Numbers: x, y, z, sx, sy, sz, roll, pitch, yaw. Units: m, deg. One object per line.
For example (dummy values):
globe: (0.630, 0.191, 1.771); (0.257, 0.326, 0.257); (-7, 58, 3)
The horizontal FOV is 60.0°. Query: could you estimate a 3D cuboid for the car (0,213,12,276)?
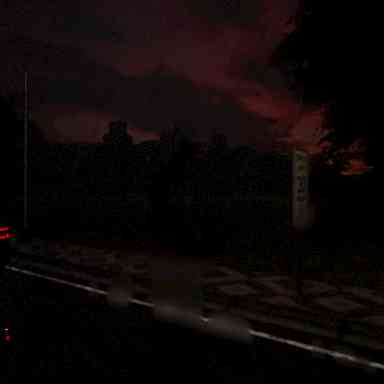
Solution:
car: (-7.031, 1.211, 8.933); (5.566, 2.045, 2.150); (-1, -1, 37)
